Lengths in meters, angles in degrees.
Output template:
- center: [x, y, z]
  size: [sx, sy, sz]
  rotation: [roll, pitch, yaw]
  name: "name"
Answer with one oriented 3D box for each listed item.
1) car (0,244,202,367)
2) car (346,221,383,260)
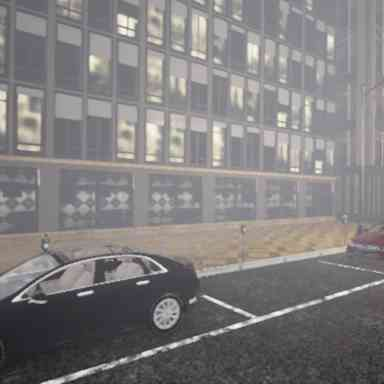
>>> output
- center: [-1.876, 1.561, 5.217]
  size: [4.403, 1.369, 2.008]
  rotation: [1, 0, -35]
  name: "car"
- center: [7.144, 1.673, 11.650]
  size: [4.206, 1.307, 1.802]
  rotation: [1, 0, -35]
  name: "car"
